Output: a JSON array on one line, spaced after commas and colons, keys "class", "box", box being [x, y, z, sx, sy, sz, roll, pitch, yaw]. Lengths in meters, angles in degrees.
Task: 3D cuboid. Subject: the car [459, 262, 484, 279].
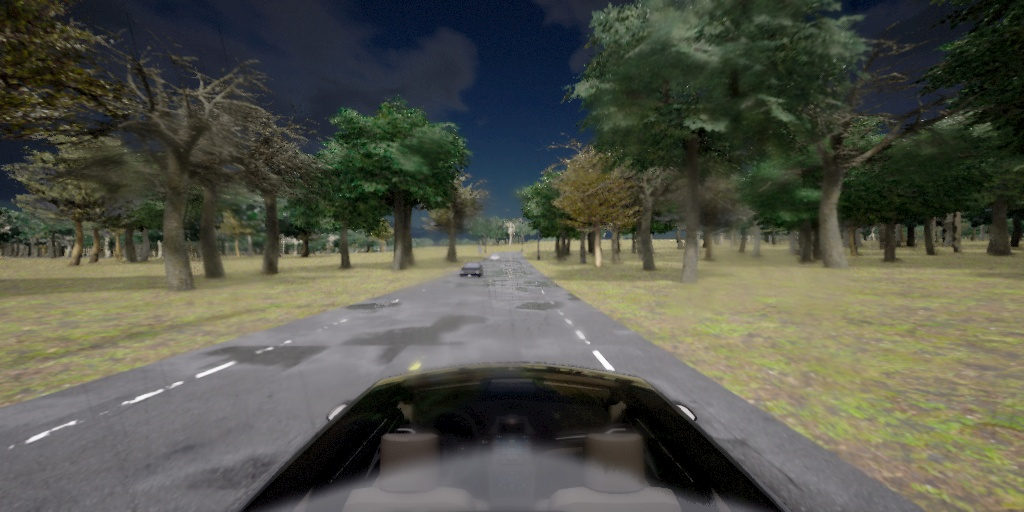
[{"class": "car", "box": [-3.594, 1.265, 33.010, 2.033, 1.411, 5.357, 0, 1, 0]}]
